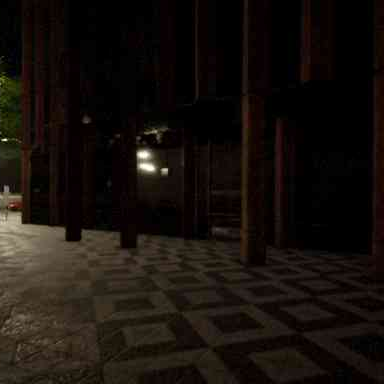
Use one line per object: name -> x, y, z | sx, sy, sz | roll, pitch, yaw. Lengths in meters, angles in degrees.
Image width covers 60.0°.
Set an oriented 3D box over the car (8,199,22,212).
car -> -21.056, 1.605, 43.041 | 2.192, 1.841, 5.009 | 0, 0, 36
